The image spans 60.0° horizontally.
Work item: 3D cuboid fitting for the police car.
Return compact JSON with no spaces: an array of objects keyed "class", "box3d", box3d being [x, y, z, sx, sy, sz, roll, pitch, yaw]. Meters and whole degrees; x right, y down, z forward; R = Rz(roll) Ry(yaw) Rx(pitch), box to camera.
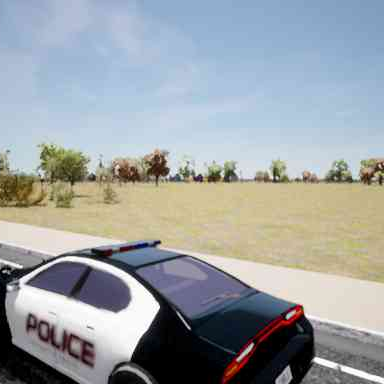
[{"class":"police car","box3d":[-1.120,1.430,4.408,4.974,1.542,2.038,2,1,36]}]
